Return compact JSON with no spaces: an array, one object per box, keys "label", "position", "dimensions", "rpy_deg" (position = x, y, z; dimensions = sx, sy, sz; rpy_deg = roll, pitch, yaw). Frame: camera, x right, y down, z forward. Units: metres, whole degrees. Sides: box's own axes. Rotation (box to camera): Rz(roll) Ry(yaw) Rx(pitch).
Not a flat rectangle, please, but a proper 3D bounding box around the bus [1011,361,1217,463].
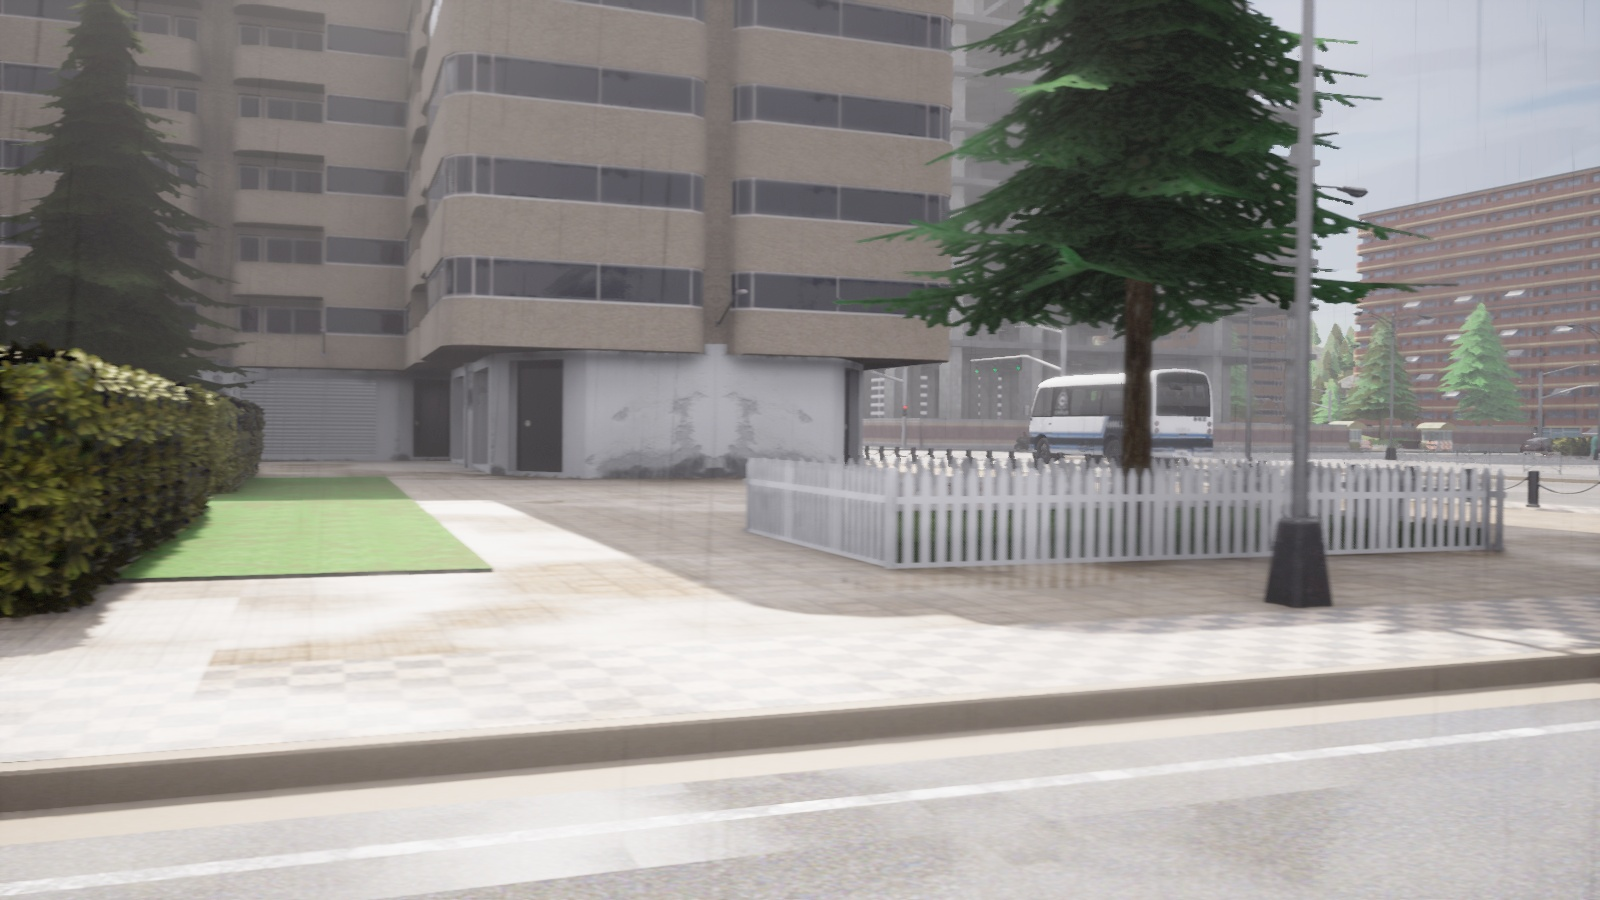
[{"label":"bus","position":[14.086,-1.668,57.598],"dimensions":[3.944,4.253,10.273],"rpy_deg":[-1,1,-21]}]
